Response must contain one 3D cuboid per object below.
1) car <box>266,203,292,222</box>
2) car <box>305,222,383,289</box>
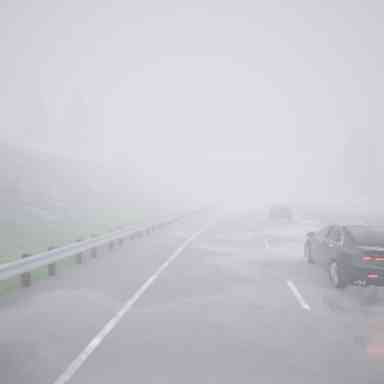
[{"bbox_3d":[7.606,1.691,29.175,2.128,1.511,4.902,1,0,10],"label":"car"},{"bbox_3d":[4.528,1.617,9.357,1.837,1.490,4.892,1,0,7],"label":"car"}]
